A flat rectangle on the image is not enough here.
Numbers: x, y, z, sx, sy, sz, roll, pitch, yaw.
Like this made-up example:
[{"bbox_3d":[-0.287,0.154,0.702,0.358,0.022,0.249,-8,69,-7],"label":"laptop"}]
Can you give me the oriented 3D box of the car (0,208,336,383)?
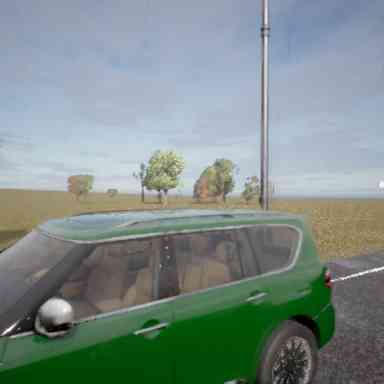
[{"bbox_3d":[-0.814,1.231,3.411,5.566,2.045,2.150,1,0,-35],"label":"car"}]
